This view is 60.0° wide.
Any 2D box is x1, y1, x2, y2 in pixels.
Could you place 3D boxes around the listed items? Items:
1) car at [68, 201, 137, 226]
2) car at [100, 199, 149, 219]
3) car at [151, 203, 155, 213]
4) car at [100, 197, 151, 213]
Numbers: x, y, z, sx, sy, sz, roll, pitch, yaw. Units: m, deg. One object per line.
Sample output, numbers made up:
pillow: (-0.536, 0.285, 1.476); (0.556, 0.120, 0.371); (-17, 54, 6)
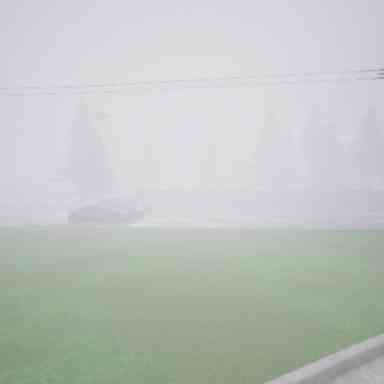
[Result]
car: (-6.241, 1.517, 22.682); (4.181, 1.385, 1.994); (0, 0, 6)
car: (-5.851, 1.511, 26.160); (4.181, 1.385, 1.994); (0, 0, 6)
car: (-5.974, 1.286, 33.212); (4.553, 1.767, 2.097); (0, 0, 6)
car: (-6.342, 1.292, 29.732); (4.553, 1.767, 2.097); (0, 0, 6)
